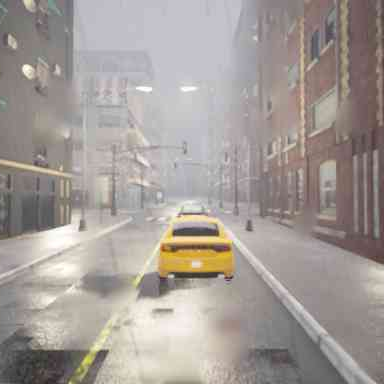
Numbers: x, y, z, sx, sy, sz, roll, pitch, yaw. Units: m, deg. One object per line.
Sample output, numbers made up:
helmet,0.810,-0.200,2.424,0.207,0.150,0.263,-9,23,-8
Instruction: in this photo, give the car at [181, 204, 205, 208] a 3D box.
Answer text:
car,0.086,1.462,19.631,2.128,1.511,4.902,0,0,2

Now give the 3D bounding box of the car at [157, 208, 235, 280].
car,0.098,1.460,9.911,1.882,1.535,5.008,0,0,0
